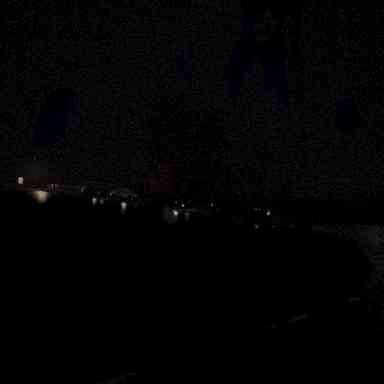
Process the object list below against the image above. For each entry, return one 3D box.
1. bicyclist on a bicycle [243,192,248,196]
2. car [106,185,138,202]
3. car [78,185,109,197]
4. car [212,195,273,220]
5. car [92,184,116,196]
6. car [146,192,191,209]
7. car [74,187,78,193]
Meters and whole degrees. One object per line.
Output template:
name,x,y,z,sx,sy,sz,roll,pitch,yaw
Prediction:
bicyclist on a bicycle,4.931,0.786,30.869,1.656,1.620,0.582,1,1,-36
car,-7.978,0.306,38.644,1.812,1.442,4.674,0,2,-35
car,-13.984,-0.096,47.137,2.128,1.511,4.902,0,2,-34
car,3.362,0.986,22.770,2.128,1.511,4.902,0,2,-36
car,-13.809,-0.347,51.870,2.097,1.767,4.553,0,2,-36
car,-2.306,0.681,30.702,2.033,1.411,5.357,0,2,-36
car,-19.739,-0.559,60.156,1.882,1.535,5.008,0,2,-36
